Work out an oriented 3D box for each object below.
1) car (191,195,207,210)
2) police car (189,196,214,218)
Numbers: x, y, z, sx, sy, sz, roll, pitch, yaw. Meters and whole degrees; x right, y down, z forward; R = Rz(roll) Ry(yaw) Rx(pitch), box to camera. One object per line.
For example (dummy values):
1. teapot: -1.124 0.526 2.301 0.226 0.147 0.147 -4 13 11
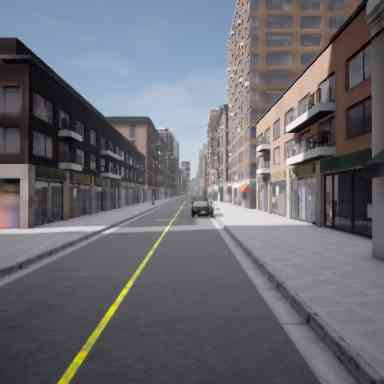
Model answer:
1. car: 0.896 1.397 45.814 2.097 1.767 4.553 0 0 0
2. police car: 0.900 1.442 29.956 1.930 1.638 5.238 0 0 0
